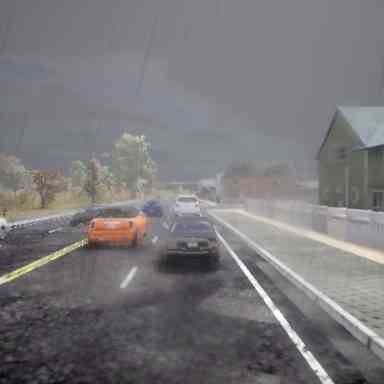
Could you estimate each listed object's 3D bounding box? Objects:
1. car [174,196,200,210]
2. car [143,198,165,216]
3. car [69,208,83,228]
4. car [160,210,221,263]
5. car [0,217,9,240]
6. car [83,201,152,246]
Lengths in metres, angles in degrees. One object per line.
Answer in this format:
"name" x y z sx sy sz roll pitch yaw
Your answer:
"car" -0.459 1.365 30.628 2.150 2.045 5.566 0 -1 -2
"car" -3.821 1.641 33.509 1.882 1.535 5.008 0 0 -2
"car" -6.934 1.669 23.452 2.033 1.411 5.357 0 0 -1
"car" -0.011 1.608 12.211 2.033 1.411 5.357 0 0 -1
"car" -9.998 1.607 14.792 1.812 1.442 4.674 0 0 -1
"car" -3.328 1.433 15.781 2.097 1.767 4.553 0 0 -1
